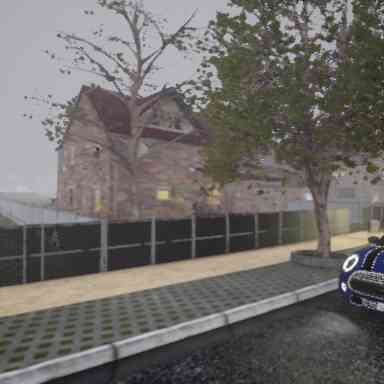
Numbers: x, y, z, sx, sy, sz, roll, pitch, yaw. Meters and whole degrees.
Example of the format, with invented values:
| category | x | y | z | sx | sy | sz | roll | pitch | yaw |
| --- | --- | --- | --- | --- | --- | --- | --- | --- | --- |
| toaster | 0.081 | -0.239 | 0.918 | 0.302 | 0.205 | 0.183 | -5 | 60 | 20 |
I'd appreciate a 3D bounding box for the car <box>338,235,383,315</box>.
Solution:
| category | x | y | z | sx | sy | sz | roll | pitch | yaw |
| --- | --- | --- | --- | --- | --- | --- | --- | --- | --- |
| car | 5.047 | 1.384 | 7.023 | 4.553 | 1.767 | 2.097 | 0 | 0 | -38 |
